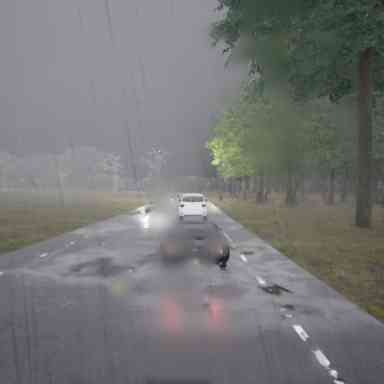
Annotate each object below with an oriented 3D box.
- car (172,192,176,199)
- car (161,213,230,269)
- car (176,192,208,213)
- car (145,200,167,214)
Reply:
[{"bbox_3d":[-3.509,0.699,74.111,1.837,1.490,4.892,0,1,0],"label":"car"},{"bbox_3d":[0.090,1.596,11.111,1.895,1.301,4.718,0,0,0],"label":"car"},{"bbox_3d":[0.091,1.168,26.997,2.150,2.045,5.566,0,0,0],"label":"car"},{"bbox_3d":[-3.602,1.504,33.645,1.895,1.301,4.718,0,1,0],"label":"car"}]
